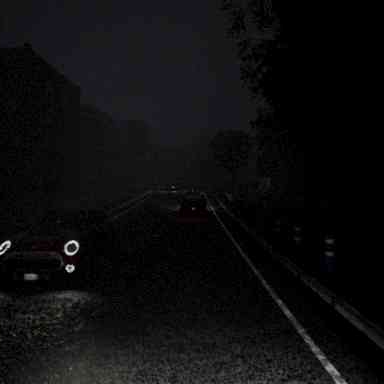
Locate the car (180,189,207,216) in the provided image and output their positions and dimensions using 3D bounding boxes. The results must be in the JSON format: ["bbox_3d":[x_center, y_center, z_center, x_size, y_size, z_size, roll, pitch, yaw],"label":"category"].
[{"bbox_3d":[0.097,0.843,25.288,1.882,1.535,5.008,0,3,0],"label":"car"}]

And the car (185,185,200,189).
[{"bbox_3d":[0.095,-0.226,42.802,2.033,1.411,5.357,0,4,0],"label":"car"}]

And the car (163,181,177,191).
[{"bbox_3d":[-3.381,-0.971,52.716,1.837,1.490,4.892,0,4,3],"label":"car"}]

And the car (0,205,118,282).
[{"bbox_3d":[-3.602,1.264,9.659,2.097,1.767,4.553,0,1,0],"label":"car"}]
